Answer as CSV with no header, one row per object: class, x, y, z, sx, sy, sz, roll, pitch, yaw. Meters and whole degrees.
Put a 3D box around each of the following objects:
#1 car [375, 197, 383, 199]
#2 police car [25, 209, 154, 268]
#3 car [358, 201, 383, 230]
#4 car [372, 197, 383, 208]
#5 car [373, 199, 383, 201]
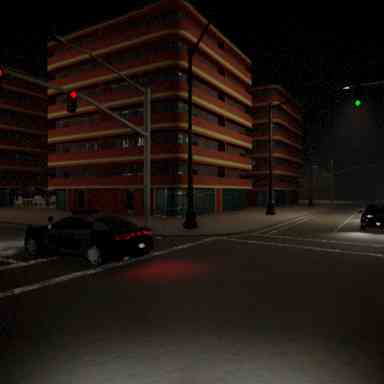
car,21.451,1.478,37.897,2.128,1.511,4.902,0,0,30
police car,-3.713,1.416,11.398,5.238,1.638,1.930,0,0,31
car,11.505,1.513,20.494,1.837,1.490,4.892,0,0,30
car,28.186,1.464,49.603,2.128,1.511,4.902,0,0,30
car,16.453,1.562,29.154,1.994,1.385,4.181,0,0,30
